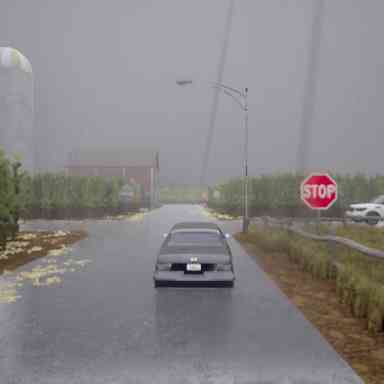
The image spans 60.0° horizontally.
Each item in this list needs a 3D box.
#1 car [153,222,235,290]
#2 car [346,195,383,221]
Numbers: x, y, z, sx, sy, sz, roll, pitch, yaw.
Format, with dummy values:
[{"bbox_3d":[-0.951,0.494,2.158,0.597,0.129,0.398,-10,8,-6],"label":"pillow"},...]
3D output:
[{"bbox_3d":[0.108,1.552,9.198,2.033,1.411,5.357,0,0,2],"label":"car"},{"bbox_3d":[13.799,1.230,23.216,5.566,2.045,2.150,1,0,0],"label":"car"}]
